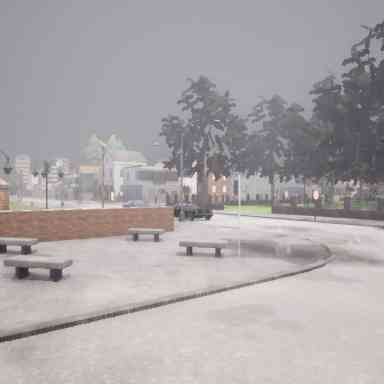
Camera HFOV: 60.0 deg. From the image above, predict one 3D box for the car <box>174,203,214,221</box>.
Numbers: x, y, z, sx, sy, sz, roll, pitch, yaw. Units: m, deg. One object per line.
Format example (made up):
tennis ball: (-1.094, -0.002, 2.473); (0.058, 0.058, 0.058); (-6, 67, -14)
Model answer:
car: (-0.299, 1.601, 27.375); (1.895, 1.301, 4.718); (0, 0, -35)

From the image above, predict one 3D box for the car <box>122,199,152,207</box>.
car: (-5.825, 1.526, 35.192); (1.812, 1.442, 4.674); (0, 0, -35)
